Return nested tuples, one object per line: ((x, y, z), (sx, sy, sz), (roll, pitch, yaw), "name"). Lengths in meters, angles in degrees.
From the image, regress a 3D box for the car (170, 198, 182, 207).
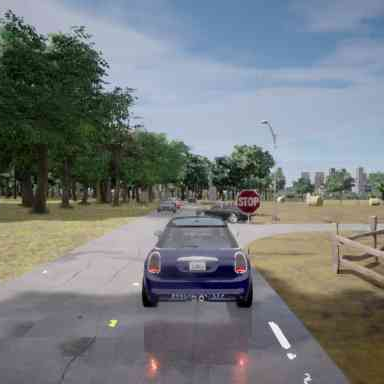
((-2.783, 1.740, 58.660), (1.837, 1.490, 4.892), (0, 0, 0), "car")

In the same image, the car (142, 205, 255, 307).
((0.104, 1.360, 8.135), (2.097, 1.767, 4.553), (0, 0, 0), "car")

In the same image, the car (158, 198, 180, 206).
((-2.813, 1.656, 38.293), (1.994, 1.385, 4.181), (0, 0, 1), "car")

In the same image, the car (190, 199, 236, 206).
((2.531, 1.605, 26.281), (4.892, 1.490, 1.837), (2, 3, 38), "car")

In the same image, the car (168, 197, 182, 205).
((-2.808, 1.509, 48.287), (2.097, 1.767, 4.553), (0, 0, 0), "car")

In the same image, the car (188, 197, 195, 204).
((0.043, 1.922, 77.921), (1.837, 1.490, 4.892), (0, -1, 0), "car")
